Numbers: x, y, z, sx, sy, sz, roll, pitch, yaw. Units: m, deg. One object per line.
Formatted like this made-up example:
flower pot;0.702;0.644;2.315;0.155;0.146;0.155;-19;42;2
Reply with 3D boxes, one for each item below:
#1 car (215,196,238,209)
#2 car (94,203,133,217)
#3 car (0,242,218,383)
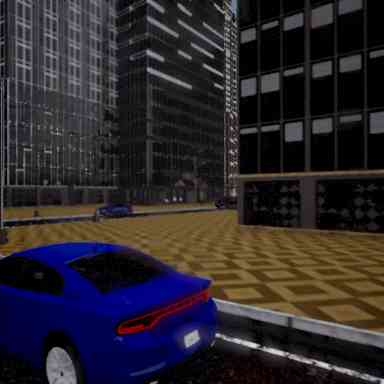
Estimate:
car;6.062;1.734;56.351;2.150;2.045;5.566;0;-1;37
car;-8.613;1.930;36.804;1.812;1.442;4.674;0;0;36
car;-2.010;1.526;5.120;5.008;1.535;1.882;-2;-1;36
